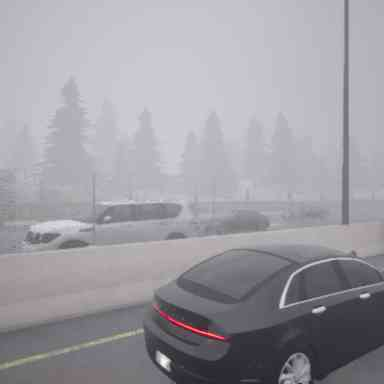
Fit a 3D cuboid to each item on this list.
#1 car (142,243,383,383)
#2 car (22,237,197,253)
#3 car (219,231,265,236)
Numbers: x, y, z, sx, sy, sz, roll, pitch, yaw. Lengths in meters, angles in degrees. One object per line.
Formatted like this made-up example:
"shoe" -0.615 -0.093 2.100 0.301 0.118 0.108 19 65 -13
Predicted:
"car" 1.664 1.542 4.936 4.892 1.490 1.837 0 0 -36
"car" -2.396 1.258 10.879 5.566 2.045 2.150 1 0 -35
"car" 2.421 1.636 18.595 4.674 1.442 1.812 1 0 -36
